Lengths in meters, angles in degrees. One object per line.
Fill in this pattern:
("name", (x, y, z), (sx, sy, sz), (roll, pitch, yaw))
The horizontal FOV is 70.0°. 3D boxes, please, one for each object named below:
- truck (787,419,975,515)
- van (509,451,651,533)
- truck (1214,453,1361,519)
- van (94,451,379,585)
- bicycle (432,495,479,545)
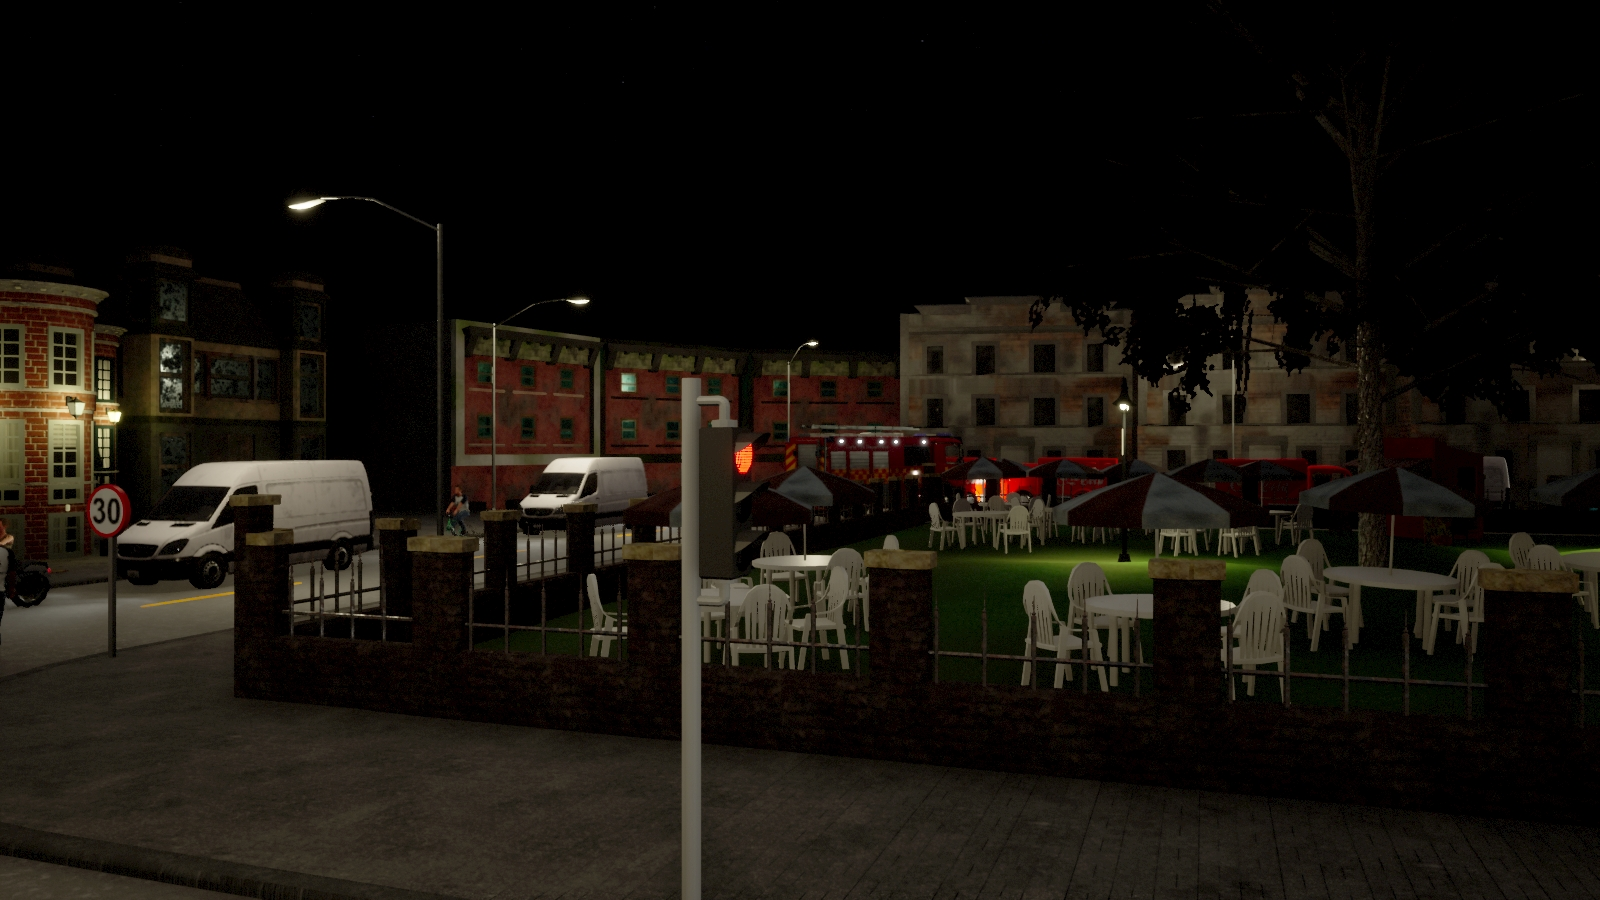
("truck", (3.640, 0.672, 49.314), (8.468, 3.827, 2.891), (0, 0, -40))
("van", (-7.310, 1.314, 38.764), (1.988, 2.561, 5.915), (0, 0, 20))
("truck", (19.097, 1.349, 45.064), (5.204, 2.467, 2.627), (0, 0, 20))
("van", (-12.114, 1.313, 25.194), (1.988, 2.561, 5.915), (0, 0, 20))
("bicycle", (-9.655, 1.936, 32.063), (0.373, 1.296, 1.643), (0, 0, 20))
